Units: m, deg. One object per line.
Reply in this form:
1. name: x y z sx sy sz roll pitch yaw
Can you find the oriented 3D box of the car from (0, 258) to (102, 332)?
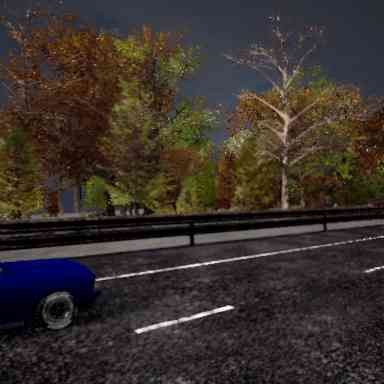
1. car: -3.942 1.601 5.242 4.718 1.301 1.895 0 0 -36
